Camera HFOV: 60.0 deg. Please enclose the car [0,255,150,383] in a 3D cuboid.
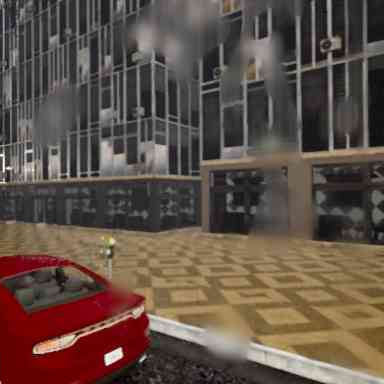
[{"bbox_3d":[-2.630,1.589,4.749,4.507,1.381,1.887,-1,0,35],"label":"car"}]
